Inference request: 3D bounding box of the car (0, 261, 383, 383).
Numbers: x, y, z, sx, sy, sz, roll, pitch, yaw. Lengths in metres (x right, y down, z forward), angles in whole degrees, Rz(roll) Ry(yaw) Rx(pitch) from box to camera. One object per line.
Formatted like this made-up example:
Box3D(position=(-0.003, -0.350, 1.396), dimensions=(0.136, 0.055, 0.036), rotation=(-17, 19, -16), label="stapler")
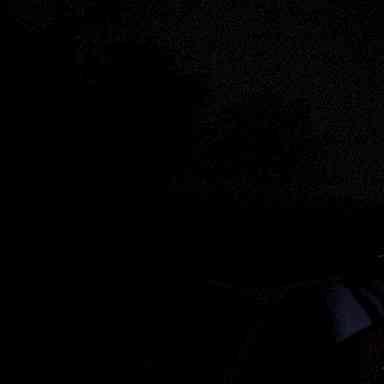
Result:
Box3D(position=(0.638, 1.553, 3.491), dimensions=(5.357, 1.411, 2.033), rotation=(0, 0, -38), label="car")
